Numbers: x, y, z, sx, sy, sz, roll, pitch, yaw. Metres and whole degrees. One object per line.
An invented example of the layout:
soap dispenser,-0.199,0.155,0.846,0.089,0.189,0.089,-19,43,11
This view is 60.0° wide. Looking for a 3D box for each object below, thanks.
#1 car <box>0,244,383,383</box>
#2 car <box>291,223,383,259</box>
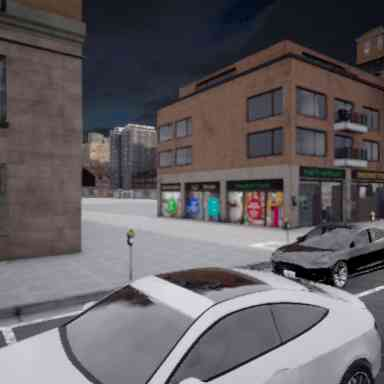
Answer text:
car,-0.067,1.526,3.008,4.674,1.442,1.812,0,0,-36
car,4.075,1.569,9.116,4.313,1.339,1.947,0,0,-36
